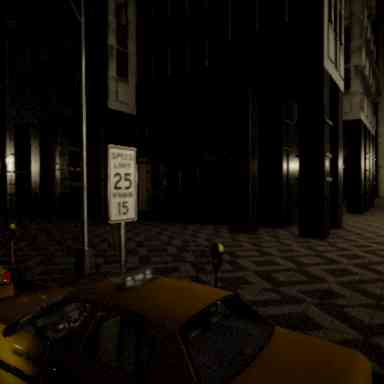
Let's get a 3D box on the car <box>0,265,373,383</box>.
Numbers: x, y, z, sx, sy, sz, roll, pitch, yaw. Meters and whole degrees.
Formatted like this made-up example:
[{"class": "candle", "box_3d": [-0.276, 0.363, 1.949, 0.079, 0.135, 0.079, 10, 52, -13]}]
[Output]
[{"class": "car", "box_3d": [-0.771, 1.483, 3.495, 4.829, 1.417, 1.752, 0, 1, 33]}]
